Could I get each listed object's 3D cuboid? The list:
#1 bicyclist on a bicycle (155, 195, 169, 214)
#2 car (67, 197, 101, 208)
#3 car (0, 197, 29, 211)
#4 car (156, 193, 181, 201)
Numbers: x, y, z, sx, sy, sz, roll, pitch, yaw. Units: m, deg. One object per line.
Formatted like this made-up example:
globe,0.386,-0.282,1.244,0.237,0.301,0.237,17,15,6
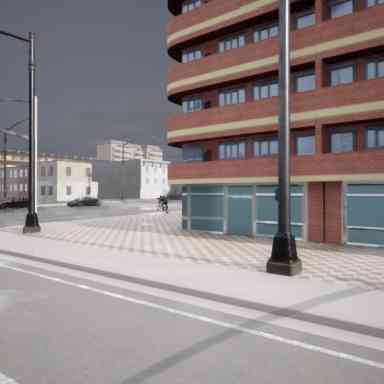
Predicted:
bicyclist on a bicycle,-2.613,1.094,29.256,1.656,1.620,0.582,0,1,37
car,-13.641,1.298,42.051,1.994,1.385,4.181,0,1,37
car,-20.571,1.331,38.607,2.128,1.511,4.902,0,1,37
car,-4.212,0.922,60.510,2.033,1.411,5.357,0,1,37
